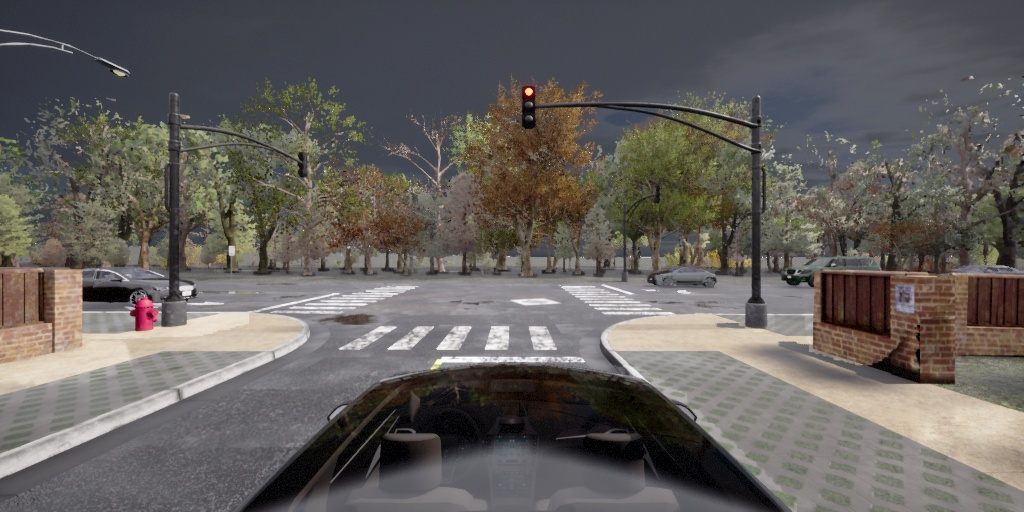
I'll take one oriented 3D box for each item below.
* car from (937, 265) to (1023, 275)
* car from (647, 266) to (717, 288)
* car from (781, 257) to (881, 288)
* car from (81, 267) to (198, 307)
[{"bbox_3d":[31.261,1.357,23.958,4.902,1.511,2.128,0,0,0],"label":"car"},{"bbox_3d":[11.283,1.366,23.950,4.181,1.385,1.994,0,0,0],"label":"car"},{"bbox_3d":[21.282,1.057,23.957,5.566,2.045,2.150,0,0,0],"label":"car"},{"bbox_3d":[-15.117,1.183,13.965,4.902,1.511,2.128,0,0,0],"label":"car"}]
